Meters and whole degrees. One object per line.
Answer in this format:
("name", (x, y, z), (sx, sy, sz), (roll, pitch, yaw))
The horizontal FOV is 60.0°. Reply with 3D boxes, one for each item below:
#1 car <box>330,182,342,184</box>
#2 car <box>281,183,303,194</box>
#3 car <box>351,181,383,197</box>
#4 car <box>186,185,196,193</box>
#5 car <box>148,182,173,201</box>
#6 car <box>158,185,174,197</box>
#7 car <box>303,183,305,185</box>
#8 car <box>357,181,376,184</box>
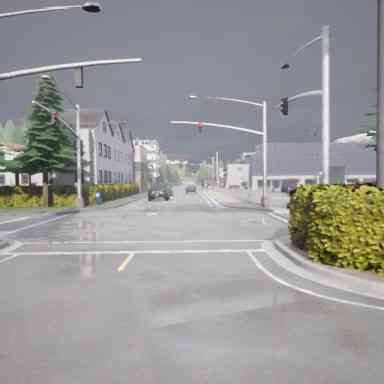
("car", (25.310, -1.026, 59.457), (2.152, 1.636, 5.027), (-1, 2, 0))
("car", (15.270, -0.515, 52.045), (2.007, 1.523, 4.514), (-1, 2, 0))
("car", (22.261, -0.457, 42.067), (1.932, 1.855, 4.605), (-1, 2, 0))
("car", (-0.168, -0.562, 58.667), (2.128, 1.511, 4.902), (-1, 2, 0))
("car", (-3.720, -0.097, 38.247), (2.150, 2.045, 5.566), (-1, 2, 0))
("car", (-3.731, -0.160, 48.408), (1.837, 1.490, 4.892), (-1, 2, 0))
("car", (18.895, -0.862, 59.105), (1.970, 1.475, 3.806), (-1, 2, 0))
("car", (19.016, -0.173, 34.187), (1.905, 1.878, 3.866), (-1, 2, 0))
